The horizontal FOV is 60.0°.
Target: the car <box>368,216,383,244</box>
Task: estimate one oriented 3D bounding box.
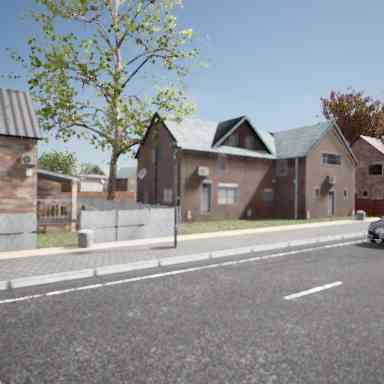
[{"bbox_3d":[9.488,1.447,14.335,4.902,1.511,2.128,0,0,-35],"label":"car"}]
